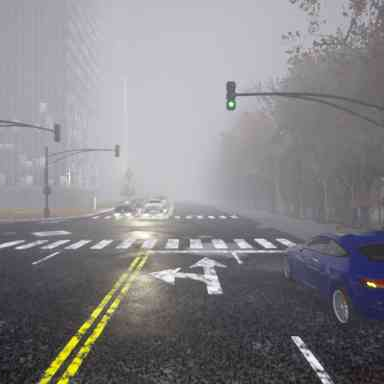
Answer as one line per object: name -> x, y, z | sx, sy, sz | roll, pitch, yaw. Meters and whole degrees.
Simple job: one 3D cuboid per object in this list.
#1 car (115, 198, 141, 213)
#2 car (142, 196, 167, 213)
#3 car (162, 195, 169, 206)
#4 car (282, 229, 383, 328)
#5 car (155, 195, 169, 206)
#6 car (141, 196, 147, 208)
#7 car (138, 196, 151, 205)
car -> -7.444, 1.573, 37.872 | 2.033, 1.411, 5.357 | 0, 0, -2
car -> -4.176, 1.551, 37.650 | 1.812, 1.442, 4.674 | 0, 0, -1
car -> -4.596, 1.385, 46.471 | 2.097, 1.767, 4.553 | 0, 0, -3
car -> 3.318, 1.492, 6.898 | 1.812, 1.442, 4.674 | -3, -1, -2
car -> -5.151, 1.396, 57.116 | 2.097, 1.767, 4.553 | 0, 0, -1
car -> -7.918, 1.582, 47.874 | 2.033, 1.411, 5.357 | 0, 0, -3
car -> -8.690, 1.541, 61.237 | 2.128, 1.511, 4.902 | 0, 0, -4
